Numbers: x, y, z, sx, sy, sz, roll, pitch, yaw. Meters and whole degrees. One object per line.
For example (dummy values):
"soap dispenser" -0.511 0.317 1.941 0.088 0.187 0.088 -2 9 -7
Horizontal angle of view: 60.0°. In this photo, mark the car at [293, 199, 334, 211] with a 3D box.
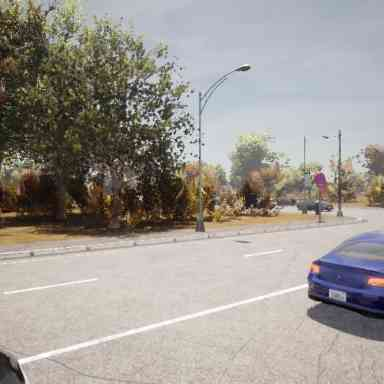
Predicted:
"car" 14.574 1.564 39.447 1.994 1.385 4.181 0 0 -32

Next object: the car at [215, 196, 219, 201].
"car" 3.934 1.459 56.262 1.812 1.442 4.674 0 1 -32

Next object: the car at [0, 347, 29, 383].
"car" -3.339 1.492 1.362 4.902 1.511 2.128 0 0 -36

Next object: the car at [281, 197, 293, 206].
"car" 14.353 1.479 53.237 2.128 1.511 4.902 0 0 -32

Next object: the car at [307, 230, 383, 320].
"car" 4.257 1.526 6.794 4.674 1.442 1.812 0 0 -36

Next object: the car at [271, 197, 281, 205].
"car" 9.453 1.216 47.535 2.150 2.045 5.566 0 0 -33
